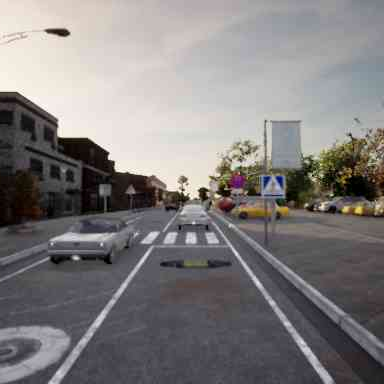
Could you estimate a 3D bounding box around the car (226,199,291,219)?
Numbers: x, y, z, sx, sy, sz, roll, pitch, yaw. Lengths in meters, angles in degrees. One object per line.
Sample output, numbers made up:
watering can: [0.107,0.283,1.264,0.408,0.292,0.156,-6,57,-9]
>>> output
car: [6.093,1.617,29.979,5.366,1.575,1.946,0,-1,0]

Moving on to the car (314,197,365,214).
car: [18.434,1.604,40.605,5.566,2.045,2.435,0,-2,-1]

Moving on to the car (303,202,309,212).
car: [18.366,1.768,46.065,5.566,2.045,2.435,0,-2,-1]

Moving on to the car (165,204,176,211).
car: [-3.415,2.564,55.129,1.895,1.301,4.718,0,-3,0]

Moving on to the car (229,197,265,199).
car: [6.286,1.547,32.900,4.553,1.767,2.185,0,-1,0]

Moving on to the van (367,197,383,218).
van: [18.434,1.388,29.433,4.442,1.987,1.878,0,-1,0]

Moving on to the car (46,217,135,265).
car: [-3.350,1.609,11.838,1.895,1.301,4.718,0,0,0]

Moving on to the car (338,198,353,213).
car: [18.693,1.715,34.885,5.366,1.575,1.946,0,-1,0]

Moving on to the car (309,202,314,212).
car: [18.421,1.938,43.389,4.892,1.521,2.231,0,-2,-1]

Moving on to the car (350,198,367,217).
car: [18.714,1.661,32.225,5.366,1.575,1.946,0,-1,0]

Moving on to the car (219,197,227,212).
car: [6.203,1.644,42.129,5.566,2.045,2.435,0,-2,-1]

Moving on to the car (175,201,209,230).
car: [0.088,1.561,21.453,1.812,1.442,4.674,0,0,0]

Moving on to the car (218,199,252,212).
car: [6.131,1.954,48.076,4.553,1.767,2.185,0,-2,-1]

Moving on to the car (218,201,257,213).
car: [6.142,1.985,45.038,5.008,1.535,2.097,0,-2,-1]

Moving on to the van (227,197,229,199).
van: [6.347,1.514,35.939,4.442,1.987,1.878,0,-1,0]
